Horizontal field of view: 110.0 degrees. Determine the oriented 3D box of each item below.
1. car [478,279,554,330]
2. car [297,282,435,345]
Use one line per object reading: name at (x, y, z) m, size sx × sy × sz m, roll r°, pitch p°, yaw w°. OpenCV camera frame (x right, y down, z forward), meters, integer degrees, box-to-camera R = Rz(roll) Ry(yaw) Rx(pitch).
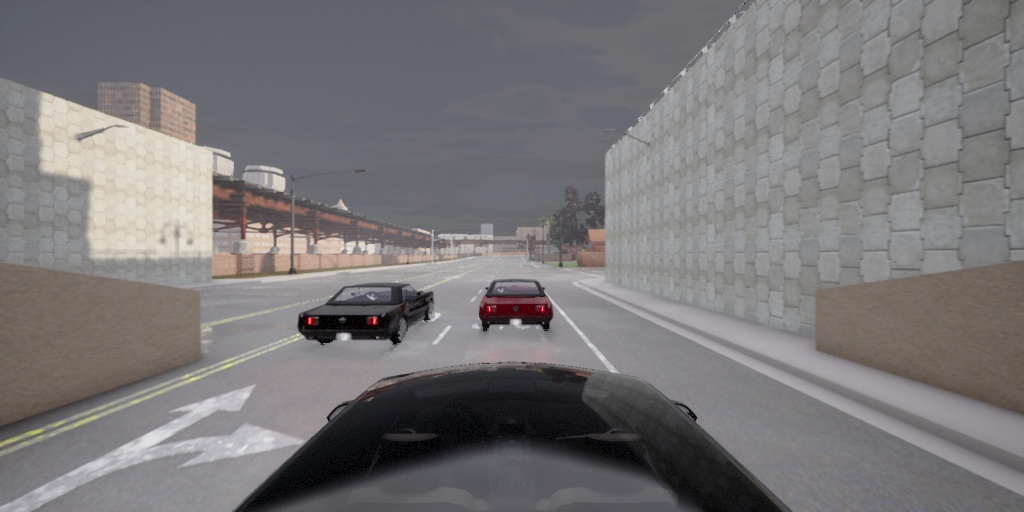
car at (0.099, 1.341, 11.066) m, size 1.895 × 1.301 × 4.718 m, roll 0°, pitch 0°, yaw 0°
car at (-3.401, 1.342, 9.490) m, size 1.895 × 1.301 × 4.718 m, roll 0°, pitch 0°, yaw 0°
